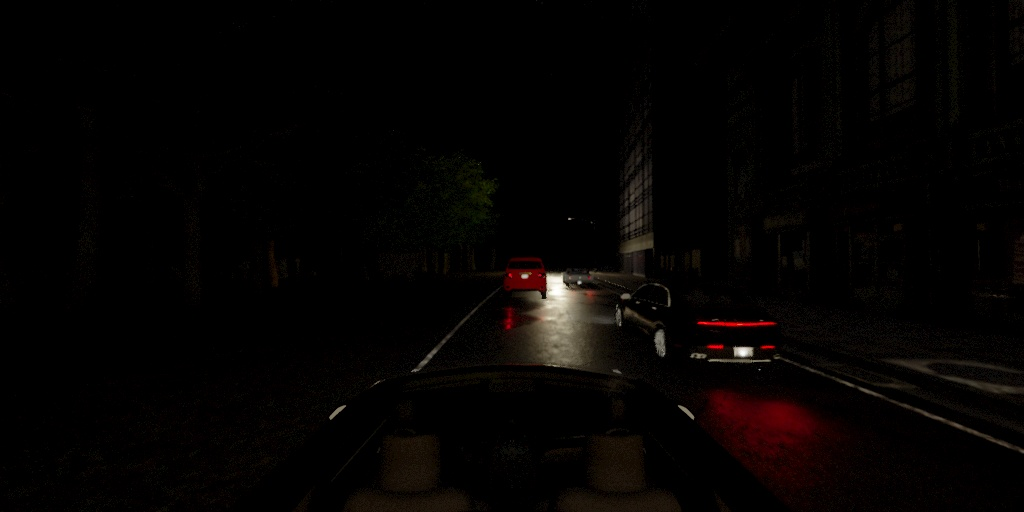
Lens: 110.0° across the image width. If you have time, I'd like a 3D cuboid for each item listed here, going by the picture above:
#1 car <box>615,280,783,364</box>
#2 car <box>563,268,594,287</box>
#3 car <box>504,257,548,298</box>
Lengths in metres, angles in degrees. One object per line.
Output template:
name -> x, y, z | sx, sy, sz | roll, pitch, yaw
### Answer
car -> 3.763, 1.293, 8.158 | 1.837, 1.490, 4.892 | 0, 0, 1
car -> 4.806, 1.534, 26.627 | 1.895, 1.301, 4.718 | 0, -1, 5
car -> 0.775, 1.093, 19.578 | 2.150, 2.045, 5.566 | 0, 0, 4
